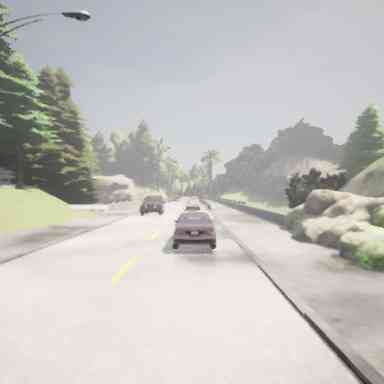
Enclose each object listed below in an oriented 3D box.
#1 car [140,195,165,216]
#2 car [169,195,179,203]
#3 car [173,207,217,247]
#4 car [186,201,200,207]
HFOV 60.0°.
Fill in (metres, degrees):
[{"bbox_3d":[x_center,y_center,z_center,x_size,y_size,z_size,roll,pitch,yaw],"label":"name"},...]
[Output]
[{"bbox_3d":[-4.076,1.377,35.225,2.150,2.045,5.566,0,-1,0],"label":"car"},{"bbox_3d":[-3.990,1.506,74.478,2.097,1.767,4.553,0,0,0],"label":"car"},{"bbox_3d":[0.100,1.614,15.212,2.033,1.411,5.357,0,0,0],"label":"car"},{"bbox_3d":[0.106,1.796,44.726,1.895,1.301,4.718,0,0,0],"label":"car"}]
